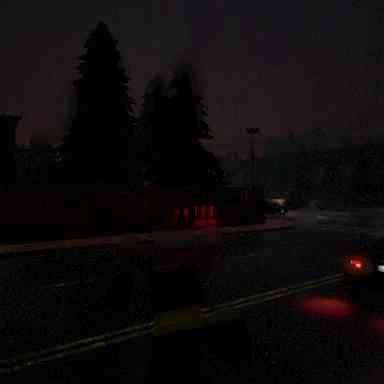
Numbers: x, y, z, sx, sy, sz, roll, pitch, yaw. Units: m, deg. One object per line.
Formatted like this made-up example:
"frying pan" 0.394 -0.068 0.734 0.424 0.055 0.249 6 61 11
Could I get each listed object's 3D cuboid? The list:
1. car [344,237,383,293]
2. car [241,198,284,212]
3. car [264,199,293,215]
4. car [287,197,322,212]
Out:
"car" 5.798 1.547 7.918 5.357 1.411 2.033 0 0 -35
"car" 8.267 1.478 39.447 1.882 1.535 5.008 0 0 -35
"car" 7.596 1.601 34.329 1.895 1.301 4.718 0 0 -35
"car" 12.901 1.352 38.953 2.097 1.767 4.553 0 0 -35
